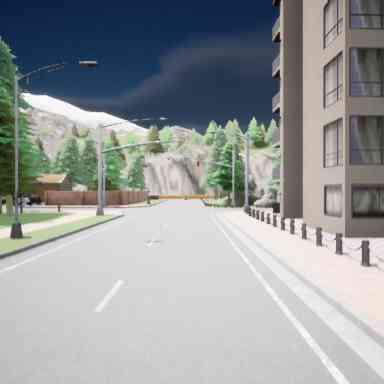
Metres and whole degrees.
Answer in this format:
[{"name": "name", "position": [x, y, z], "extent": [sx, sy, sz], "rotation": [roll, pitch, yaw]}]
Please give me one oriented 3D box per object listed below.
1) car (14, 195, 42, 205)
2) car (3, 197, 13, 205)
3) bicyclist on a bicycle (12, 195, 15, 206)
[{"name": "car", "position": [-25.020, 1.128, 51.246], "extent": [1.932, 1.855, 4.605], "rotation": [0, 0, -1]}, {"name": "car", "position": [-27.524, 1.130, 50.799], "extent": [1.905, 1.878, 3.866], "rotation": [0, 0, -1]}, {"name": "bicyclist on a bicycle", "position": [-24.555, 1.238, 45.802], "extent": [0.582, 1.620, 1.656], "rotation": [0, 0, -1]}]
